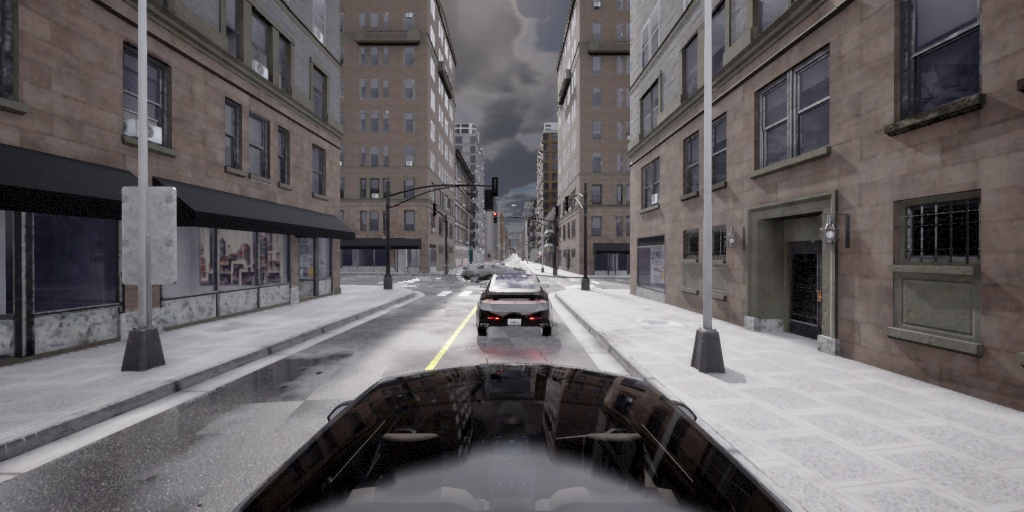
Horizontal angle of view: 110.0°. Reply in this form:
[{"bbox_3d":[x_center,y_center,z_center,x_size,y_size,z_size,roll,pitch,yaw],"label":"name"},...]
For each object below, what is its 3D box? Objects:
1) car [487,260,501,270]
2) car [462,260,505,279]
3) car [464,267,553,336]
[{"bbox_3d":[-2.625,1.334,53.955,1.837,1.490,4.892,0,0,0],"label":"car"},{"bbox_3d":[-1.216,1.266,26.244,4.902,1.511,2.128,0,0,0],"label":"car"},{"bbox_3d":[0.074,1.243,10.348,2.128,1.511,4.902,0,0,1],"label":"car"}]
